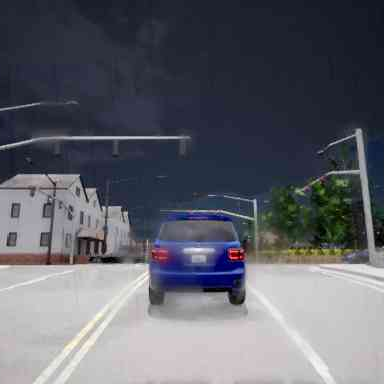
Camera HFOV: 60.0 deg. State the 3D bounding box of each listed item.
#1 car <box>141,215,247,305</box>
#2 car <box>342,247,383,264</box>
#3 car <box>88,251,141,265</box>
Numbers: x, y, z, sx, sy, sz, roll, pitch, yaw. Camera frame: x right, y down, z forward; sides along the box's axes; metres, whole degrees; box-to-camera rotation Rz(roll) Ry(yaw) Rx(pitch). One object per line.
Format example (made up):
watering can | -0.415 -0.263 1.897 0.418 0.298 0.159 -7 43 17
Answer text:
car | 0.081 1.761 9.310 2.150 2.045 5.566 0 -7 -1
car | 15.813 5.657 29.606 4.553 1.767 2.097 0 -12 1
car | -6.771 5.936 29.845 4.718 1.301 1.895 0 -13 1
